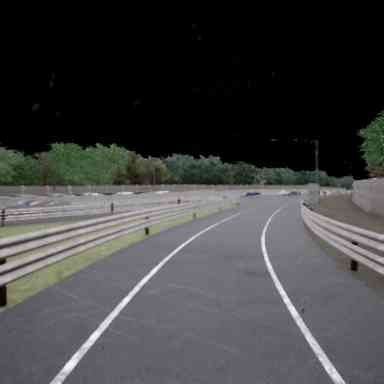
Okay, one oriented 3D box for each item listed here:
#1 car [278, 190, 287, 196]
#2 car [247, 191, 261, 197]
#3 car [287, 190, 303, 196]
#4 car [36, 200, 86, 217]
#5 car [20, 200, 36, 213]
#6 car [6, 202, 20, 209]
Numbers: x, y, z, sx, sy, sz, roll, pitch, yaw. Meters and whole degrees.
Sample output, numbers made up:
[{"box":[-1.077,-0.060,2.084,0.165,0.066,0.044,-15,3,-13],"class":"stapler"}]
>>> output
[{"box":[24.308,0.317,87.688,1.812,1.442,4.674,1,1,39],"class":"car"},{"box":[15.320,0.412,82.073,1.882,1.535,5.008,1,1,39],"class":"car"},{"box":[26.706,0.334,85.082,1.837,1.490,4.892,1,1,39],"class":"car"},{"box":[-13.447,1.683,35.020,1.812,1.442,4.674,1,2,39],"class":"car"},{"box":[-16.178,1.650,37.209,1.812,1.442,4.674,1,2,39],"class":"car"},{"box":[-18.907,1.634,39.400,2.033,1.411,5.357,1,2,39],"class":"car"}]
